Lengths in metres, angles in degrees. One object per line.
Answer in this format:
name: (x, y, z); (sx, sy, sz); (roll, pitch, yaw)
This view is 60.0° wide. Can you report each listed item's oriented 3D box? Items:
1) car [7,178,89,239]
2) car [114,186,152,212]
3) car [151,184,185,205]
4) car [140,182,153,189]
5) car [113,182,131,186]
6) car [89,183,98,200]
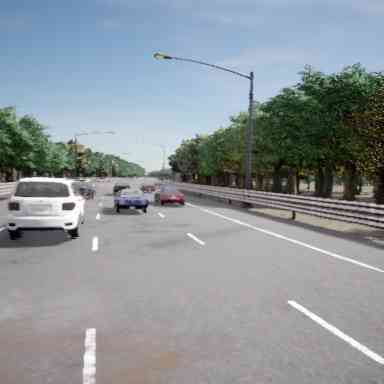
car: (-5.319, 0.479, 12.733); (2.150, 2.045, 5.566); (1, 3, -15)
car: (-3.986, 0.520, 21.410); (1.895, 1.301, 4.718); (1, 3, -14)
car: (-1.909, 0.282, 27.483); (1.994, 1.385, 4.181); (1, 3, -14)
car: (-5.935, -0.632, 44.881); (1.812, 1.442, 4.674); (1, 3, -12)
car: (-8.144, -0.480, 38.723); (1.882, 1.535, 5.008); (1, 3, -13)
car: (-9.841, -0.148, 30.547); (1.837, 1.490, 4.892); (1, 3, -14)
